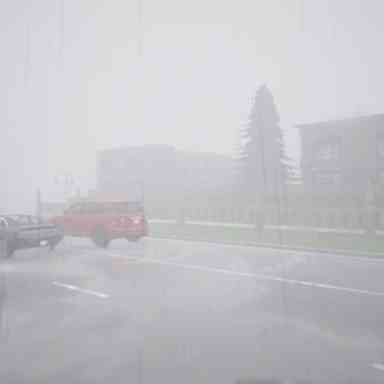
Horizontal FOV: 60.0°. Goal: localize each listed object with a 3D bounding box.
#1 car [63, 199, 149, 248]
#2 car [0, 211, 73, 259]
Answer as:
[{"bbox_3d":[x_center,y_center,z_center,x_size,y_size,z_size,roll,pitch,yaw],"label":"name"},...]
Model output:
[{"bbox_3d":[-4.536,1.365,15.708,5.566,2.045,2.150,0,0,36],"label":"car"},{"bbox_3d":[-7.315,1.644,13.403,4.902,1.511,2.128,-1,0,36],"label":"car"}]
